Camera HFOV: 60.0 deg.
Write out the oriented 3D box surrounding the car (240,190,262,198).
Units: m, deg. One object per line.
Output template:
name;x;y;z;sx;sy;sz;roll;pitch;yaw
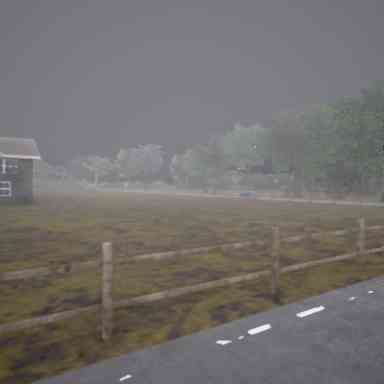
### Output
car;11.123;0.432;63.124;1.812;1.442;4.674;0;1;-35
